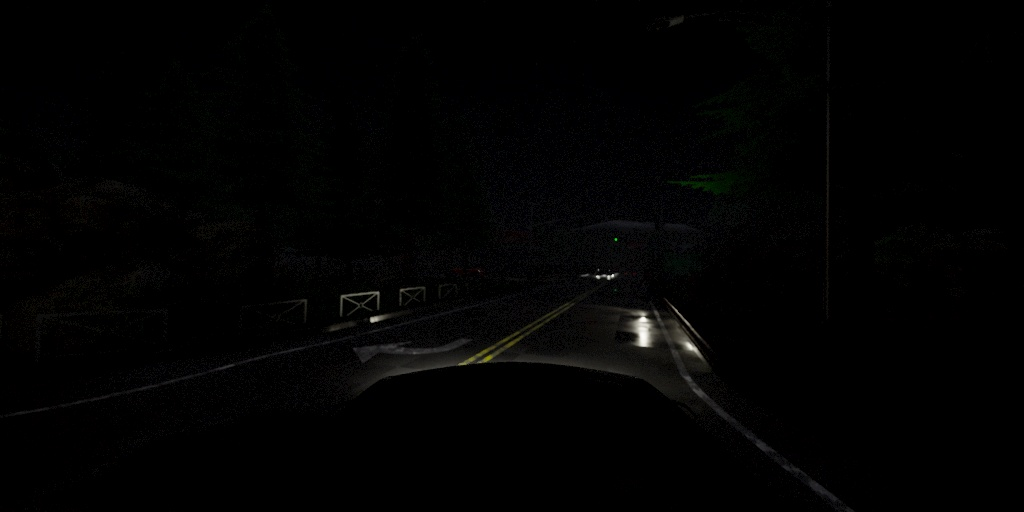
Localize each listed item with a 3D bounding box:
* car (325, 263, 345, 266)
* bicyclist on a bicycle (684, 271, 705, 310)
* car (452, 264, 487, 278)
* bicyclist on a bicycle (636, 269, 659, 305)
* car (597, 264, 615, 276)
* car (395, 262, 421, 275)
[{"bbox_3d":[-23.713,1.732,51.053,4.674,1.442,1.812,1,-1,23],"label":"car"},{"bbox_3d":[7.709,1.444,15.099,1.656,1.620,0.582,2,-1,-35],"label":"bicyclist on a bicycle"},{"bbox_3d":[-5.362,1.799,44.412,4.553,1.767,2.097,1,-1,19],"label":"car"},{"bbox_3d":[6.249,1.438,16.466,1.656,1.620,0.582,1,-1,-32],"label":"bicyclist on a bicycle"},{"bbox_3d":[14.981,2.301,57.984,2.097,1.767,4.553,1,-1,19],"label":"car"},{"bbox_3d":[-14.278,1.680,47.514,4.553,1.767,2.097,1,-1,20],"label":"car"}]
